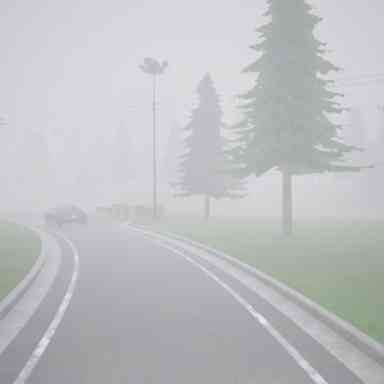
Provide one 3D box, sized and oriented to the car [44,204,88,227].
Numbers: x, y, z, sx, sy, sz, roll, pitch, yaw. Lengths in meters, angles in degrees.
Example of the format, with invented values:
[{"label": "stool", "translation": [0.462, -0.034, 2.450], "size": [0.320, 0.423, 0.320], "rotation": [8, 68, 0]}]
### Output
[{"label": "car", "translation": [-8.797, 1.540, 22.999], "size": [1.994, 1.385, 4.181], "rotation": [-1, 0, -37]}]
